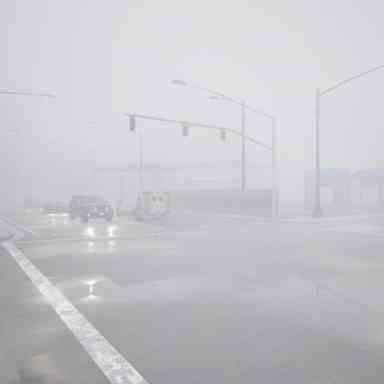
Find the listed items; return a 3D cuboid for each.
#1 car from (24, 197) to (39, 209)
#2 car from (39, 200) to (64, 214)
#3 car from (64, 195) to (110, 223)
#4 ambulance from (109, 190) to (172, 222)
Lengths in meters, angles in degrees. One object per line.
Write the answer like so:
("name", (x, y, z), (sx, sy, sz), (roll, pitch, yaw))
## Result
("car", (-22.269, 1.524, 46.559), (1.837, 1.490, 4.892), (0, 1, -35))
("car", (-14.722, 1.588, 35.832), (1.994, 1.385, 4.181), (0, 0, -35))
("car", (-8.180, 1.248, 26.548), (2.150, 2.045, 5.566), (0, 0, -35))
("ambulance", (-4.244, 1.050, 27.217), (2.351, 2.431, 6.366), (0, 0, -35))
